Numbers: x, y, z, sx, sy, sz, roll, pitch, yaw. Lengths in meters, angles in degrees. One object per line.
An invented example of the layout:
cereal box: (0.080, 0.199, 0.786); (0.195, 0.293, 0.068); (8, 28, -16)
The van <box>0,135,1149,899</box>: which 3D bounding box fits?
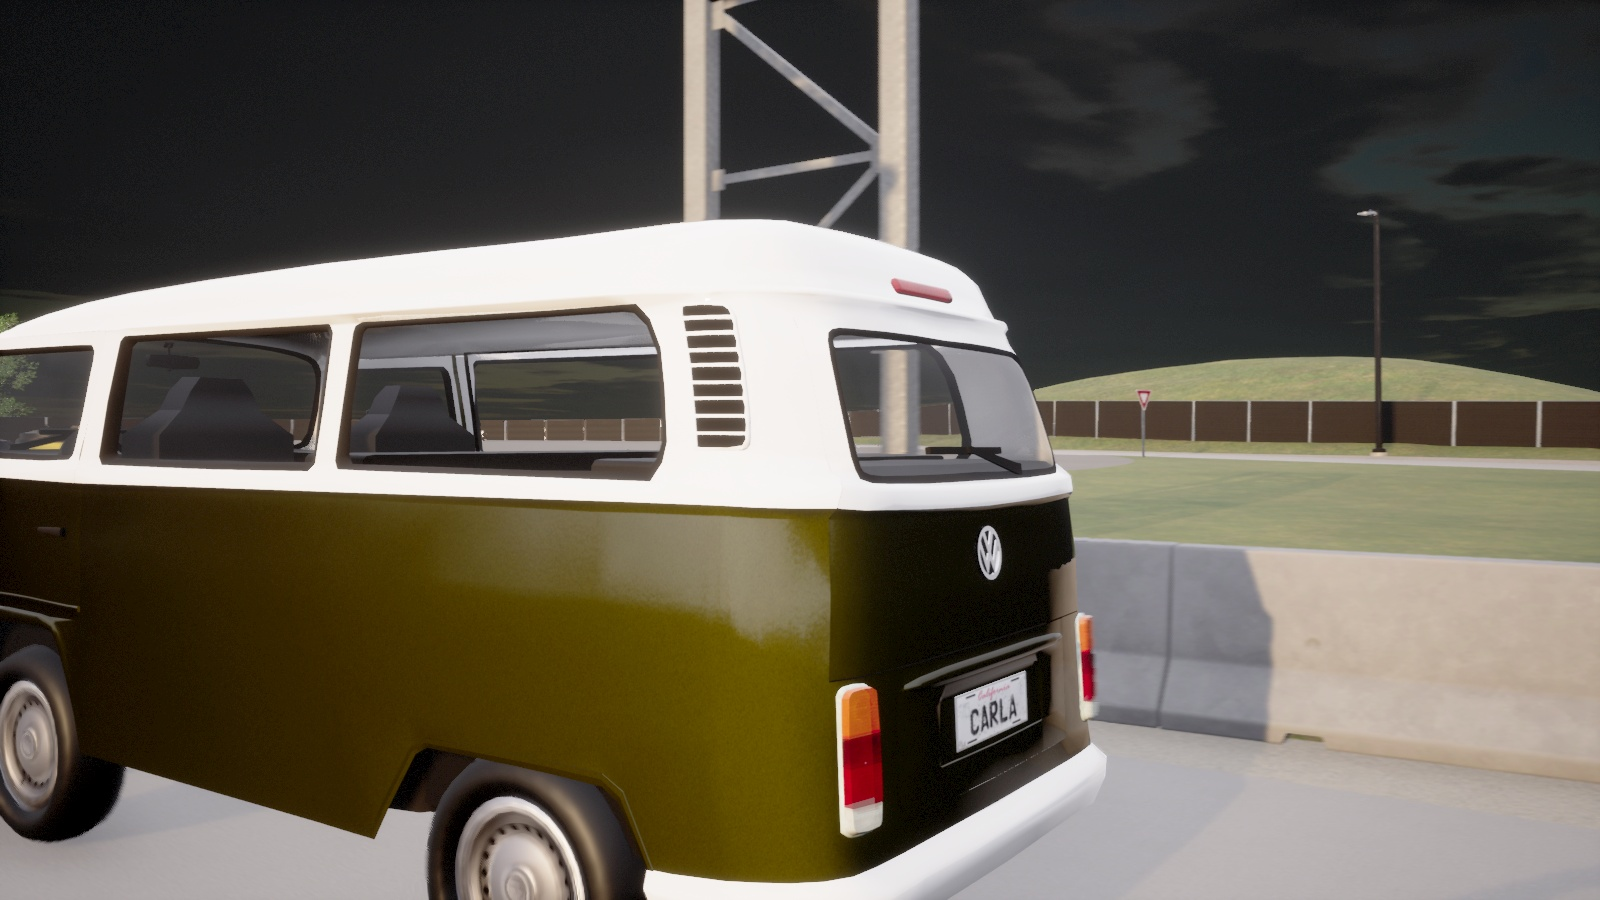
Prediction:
van: (-1.302, 0.407, 4.483); (4.480, 2.038, 2.069); (0, 1, 34)
